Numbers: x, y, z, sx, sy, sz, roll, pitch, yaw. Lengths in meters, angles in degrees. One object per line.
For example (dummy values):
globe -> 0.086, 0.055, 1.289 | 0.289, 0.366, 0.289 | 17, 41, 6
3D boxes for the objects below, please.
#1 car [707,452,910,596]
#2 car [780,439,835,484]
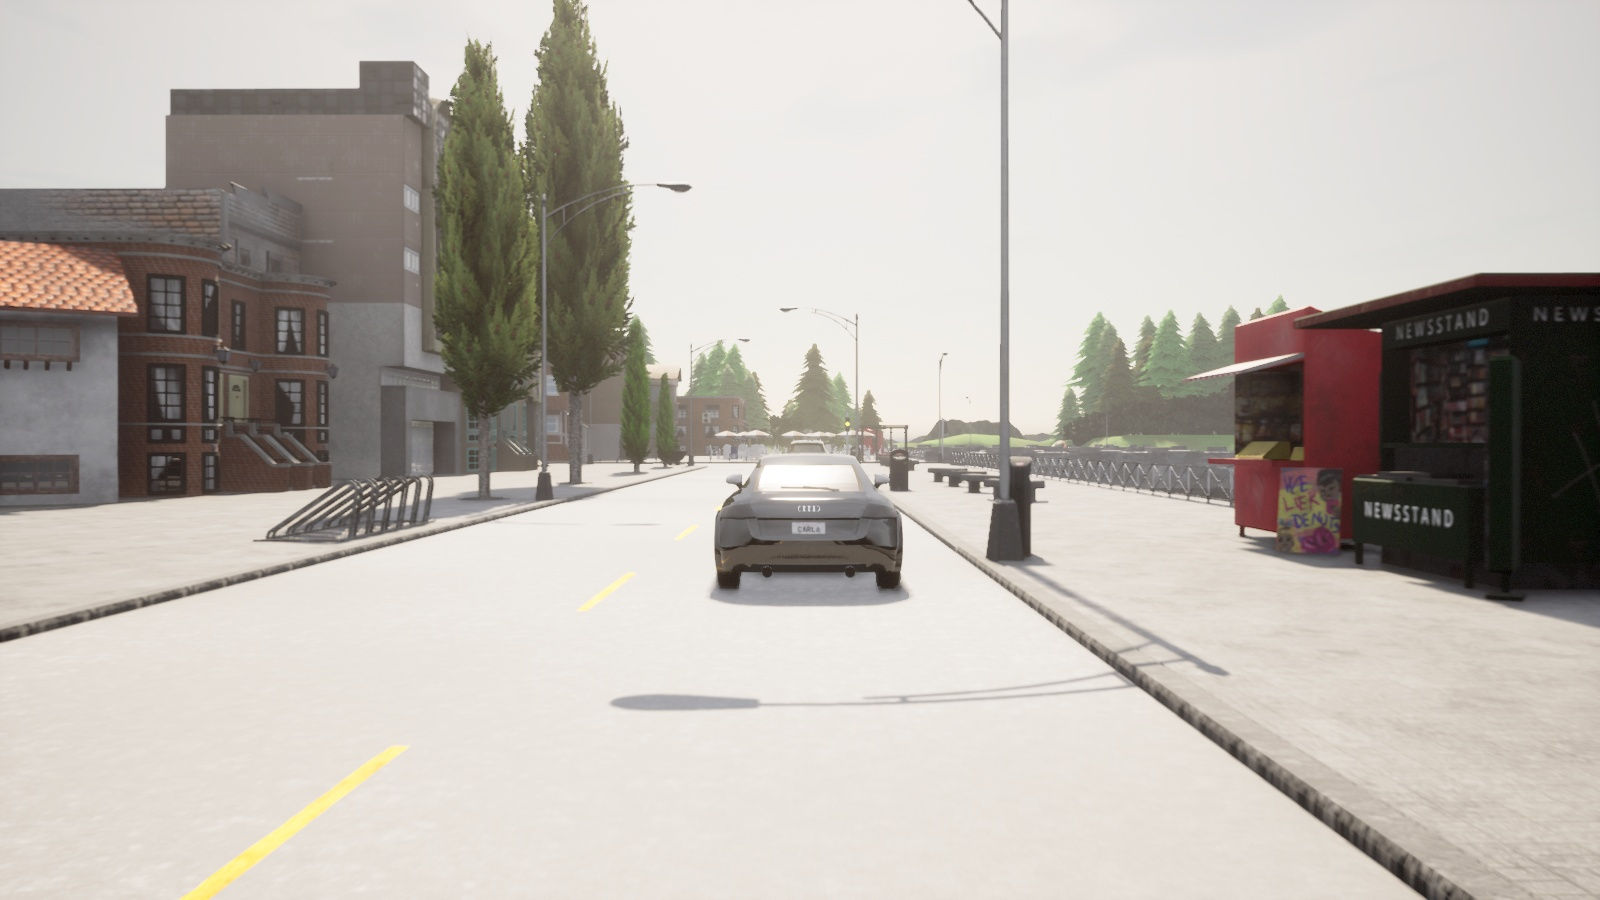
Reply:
car -> 0.095, 0.729, 14.404 | 1.994, 1.385, 4.181 | 0, 0, 0
car -> 0.285, 0.402, 48.717 | 2.033, 1.649, 4.856 | 0, 0, 0
